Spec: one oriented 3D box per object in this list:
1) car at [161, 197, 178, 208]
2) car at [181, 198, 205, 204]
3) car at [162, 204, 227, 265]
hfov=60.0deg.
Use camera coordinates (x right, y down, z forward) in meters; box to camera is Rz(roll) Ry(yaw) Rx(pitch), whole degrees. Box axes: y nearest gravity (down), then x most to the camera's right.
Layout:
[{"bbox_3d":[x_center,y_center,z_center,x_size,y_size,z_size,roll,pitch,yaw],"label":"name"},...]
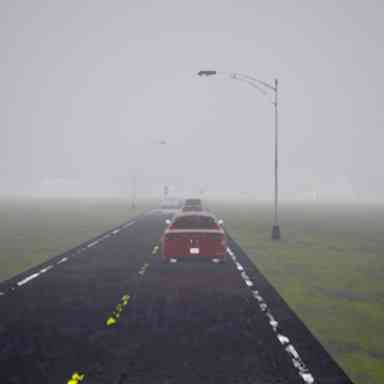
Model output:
[{"bbox_3d":[-2.821,1.354,42.243,1.895,1.301,4.718,0,0,0],"label":"car"},{"bbox_3d":[0.102,1.324,29.801,1.837,1.490,4.892,0,0,0],"label":"car"},{"bbox_3d":[0.079,1.403,11.444,1.882,1.535,5.008,0,1,0],"label":"car"}]
